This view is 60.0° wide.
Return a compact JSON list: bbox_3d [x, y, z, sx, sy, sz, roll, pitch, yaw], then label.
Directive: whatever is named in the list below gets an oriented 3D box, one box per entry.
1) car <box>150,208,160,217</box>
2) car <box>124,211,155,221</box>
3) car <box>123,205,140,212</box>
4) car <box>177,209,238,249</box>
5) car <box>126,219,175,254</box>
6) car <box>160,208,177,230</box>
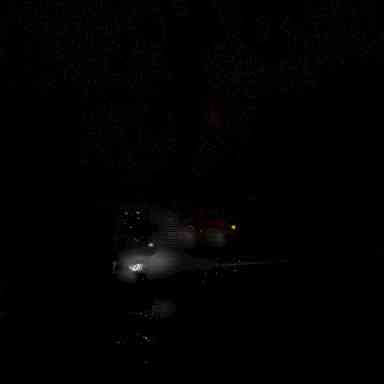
[{"bbox_3d":[-4.485,2.796,44.342,1.895,1.301,4.718,-1,0,-12],"label":"car"},{"bbox_3d":[-4.650,2.693,28.394,2.033,1.411,5.357,-1,-1,-12],"label":"car"},{"bbox_3d":[-8.031,2.616,44.186,2.097,1.767,4.553,-1,0,-12],"label":"car"},{"bbox_3d":[0.841,2.025,19.509,2.150,2.045,5.566,-1,-2,-12],"label":"car"},{"bbox_3d":[-2.355,2.401,17.761,1.994,1.385,4.181,-1,-2,-12],"label":"car"},{"bbox_3d":[-1.320,2.436,29.547,2.097,1.767,4.553,-1,-1,-12],"label":"car"}]
